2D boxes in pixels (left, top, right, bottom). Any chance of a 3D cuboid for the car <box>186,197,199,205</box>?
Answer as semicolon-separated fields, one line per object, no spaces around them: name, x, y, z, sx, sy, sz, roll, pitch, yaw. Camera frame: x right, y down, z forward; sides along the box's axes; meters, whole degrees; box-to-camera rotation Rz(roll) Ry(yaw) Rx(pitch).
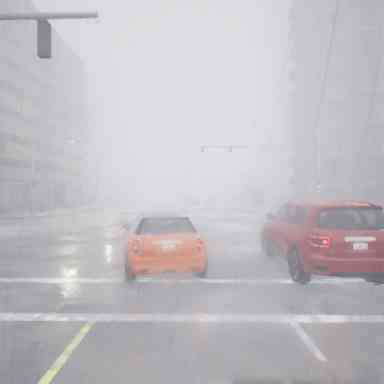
car;0.116;1.625;58.064;1.812;1.442;4.674;0;0;0

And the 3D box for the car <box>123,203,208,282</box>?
car;-0.994;1.369;10.125;2.097;1.767;4.553;0;0;-12

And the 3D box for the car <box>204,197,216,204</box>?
car;3.501;1.635;63.968;1.812;1.442;4.674;0;0;0

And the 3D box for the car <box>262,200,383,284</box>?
car;3.595;1.241;9.775;2.150;2.045;5.566;0;0;0
